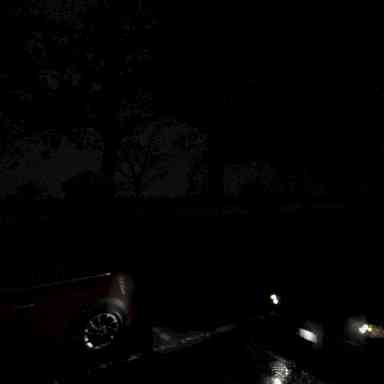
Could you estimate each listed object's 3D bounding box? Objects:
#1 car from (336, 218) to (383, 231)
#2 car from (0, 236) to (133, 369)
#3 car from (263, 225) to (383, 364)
[{"bbox_3d":[6.000,1.557,10.931,4.403,1.369,2.008,0,0,-35],"label":"car"},{"bbox_3d":[-2.972,1.440,4.437,4.097,1.590,1.967,0,0,-35],"label":"car"},{"bbox_3d":[3.737,1.550,6.041,5.357,1.411,2.033,0,0,-35],"label":"car"}]
